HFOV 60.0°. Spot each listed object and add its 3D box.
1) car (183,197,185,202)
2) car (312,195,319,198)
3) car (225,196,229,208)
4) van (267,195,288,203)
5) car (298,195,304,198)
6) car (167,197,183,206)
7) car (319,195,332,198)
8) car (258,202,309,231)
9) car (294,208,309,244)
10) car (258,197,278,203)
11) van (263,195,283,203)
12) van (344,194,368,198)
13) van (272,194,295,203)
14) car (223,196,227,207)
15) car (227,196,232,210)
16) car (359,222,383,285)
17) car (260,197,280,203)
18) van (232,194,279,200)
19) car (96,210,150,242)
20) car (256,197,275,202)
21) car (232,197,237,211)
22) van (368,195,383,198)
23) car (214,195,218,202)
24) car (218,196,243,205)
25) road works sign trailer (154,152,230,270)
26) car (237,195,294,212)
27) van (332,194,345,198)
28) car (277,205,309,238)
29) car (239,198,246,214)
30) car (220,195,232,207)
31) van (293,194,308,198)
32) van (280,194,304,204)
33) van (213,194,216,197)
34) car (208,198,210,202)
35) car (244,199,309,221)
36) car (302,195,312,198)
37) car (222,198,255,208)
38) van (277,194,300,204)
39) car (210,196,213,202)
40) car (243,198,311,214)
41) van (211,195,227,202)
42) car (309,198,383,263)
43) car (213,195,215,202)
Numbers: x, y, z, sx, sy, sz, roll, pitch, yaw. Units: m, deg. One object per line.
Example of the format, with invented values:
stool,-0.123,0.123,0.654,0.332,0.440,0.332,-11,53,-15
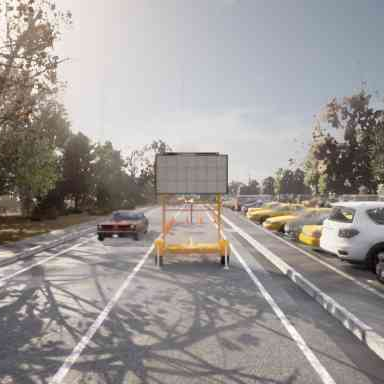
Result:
car,-2.832,2.073,89.285,1.882,1.535,5.008,0,-1,0
car,20.190,1.356,46.099,5.566,2.045,2.435,0,0,0
car,7.088,1.630,43.519,4.792,1.488,2.163,0,0,0
van,20.372,1.630,79.325,4.442,1.987,1.878,0,-1,0
car,20.290,1.692,54.533,4.674,1.452,2.002,0,0,0
car,-3.137,1.744,57.478,1.994,1.385,4.181,0,0,1
car,20.168,1.341,43.329,5.566,2.045,2.435,0,0,0
car,6.728,1.550,18.546,5.366,1.575,1.946,0,0,0
car,7.054,1.568,12.991,5.366,1.575,1.946,0,0,0
car,20.575,2.093,90.396,5.008,1.535,2.097,0,-1,0
van,20.651,1.749,84.861,4.442,1.987,1.878,0,-1,0
van,20.267,1.337,37.788,4.442,1.987,1.878,0,0,0
van,20.329,1.530,73.934,4.442,1.987,1.878,0,-1,0
car,7.111,1.645,46.295,4.792,1.488,2.163,0,0,0
car,7.066,1.615,40.743,4.792,1.488,2.163,0,0,0
car,6.829,1.590,7.441,5.008,1.535,2.097,0,0,0
car,20.551,2.035,87.626,4.892,1.521,2.231,0,-1,0
van,7.189,1.345,37.967,4.442,1.987,1.878,0,0,0
car,-3.336,1.627,16.778,1.895,1.301,4.718,0,0,0
car,20.598,2.155,93.291,5.008,1.535,2.097,0,-1,0
car,7.079,1.586,35.190,4.792,1.488,2.163,0,0,0
van,19.997,1.310,32.234,4.442,1.987,1.878,0,0,0
car,7.045,1.672,57.401,5.366,1.575,1.946,0,0,0
car,7.244,1.579,62.952,4.553,1.767,2.185,0,0,0
road works sign trailer,-0.016,0.480,11.138,2.380,3.560,2.880,0,0,-1
car,7.058,1.418,32.418,4.553,1.767,2.185,0,0,0
van,20.056,1.352,40.560,4.442,1.987,1.878,0,0,0
car,6.897,1.563,15.769,4.892,1.521,2.231,0,0,0
car,6.998,1.536,29.638,4.892,1.521,2.231,0,0,0
car,6.977,1.627,49.073,5.366,1.575,1.946,0,0,0
van,20.426,1.441,57.304,4.442,1.987,1.878,0,0,0
van,20.517,1.500,68.384,4.442,1.987,1.878,0,0,0
van,7.227,1.523,71.282,4.442,1.987,1.878,0,0,0
car,7.507,2.105,90.689,5.008,1.535,2.097,0,-1,0
car,6.775,1.533,24.219,5.366,1.575,1.946,0,0,0
car,20.258,1.636,51.639,5.008,1.535,2.097,0,0,0
car,7.192,1.646,51.847,4.892,1.521,2.231,0,0,0
van,20.538,1.514,71.029,4.442,1.987,1.878,0,0,0
car,7.394,1.512,74.057,5.566,2.045,2.435,0,0,0
car,7.167,1.530,26.869,5.366,1.575,1.946,0,0,0
van,7.641,1.939,93.469,4.442,1.987,1.878,0,-1,0
car,6.874,1.329,10.216,5.566,2.045,2.435,0,0,0
car,7.293,1.719,65.728,5.008,1.535,2.097,0,0,0
